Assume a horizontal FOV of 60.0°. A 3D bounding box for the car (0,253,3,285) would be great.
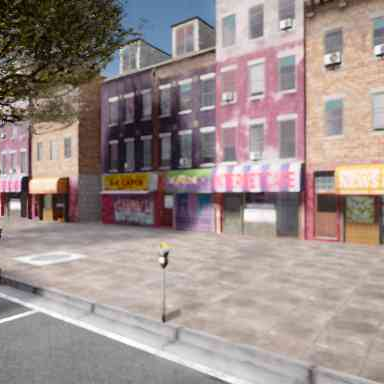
[{"bbox_3d":[-6.023,1.341,7.116,5.009,1.841,2.192,0,0,36],"label":"car"}]
